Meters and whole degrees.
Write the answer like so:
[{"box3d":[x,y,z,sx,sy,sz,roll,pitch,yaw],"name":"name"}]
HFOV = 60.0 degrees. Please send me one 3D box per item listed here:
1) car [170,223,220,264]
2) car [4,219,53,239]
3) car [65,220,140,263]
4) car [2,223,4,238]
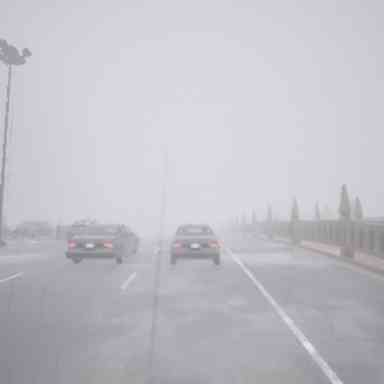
[{"box3d":[0.104,1.981,13.509,2.033,1.411,5.357,0,-3,0],"name":"car"},{"box3d":[-14.083,3.249,29.401,2.097,1.767,4.553,0,-6,0],"name":"car"},{"box3d":[-3.395,1.984,13.559,2.033,1.411,5.357,0,-3,0],"name":"car"},{"box3d":[-17.584,3.297,28.577,2.128,1.511,4.902,0,-7,0],"name":"car"}]
